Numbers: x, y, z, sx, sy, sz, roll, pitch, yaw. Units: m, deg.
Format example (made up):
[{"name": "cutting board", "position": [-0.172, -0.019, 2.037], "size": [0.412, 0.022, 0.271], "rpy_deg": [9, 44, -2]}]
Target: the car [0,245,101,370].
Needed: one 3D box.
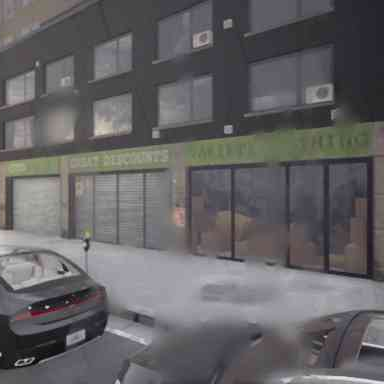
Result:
[{"name": "car", "position": [-3.203, 1.547, 5.347], "size": [4.403, 1.369, 2.008], "rpy_deg": [0, 0, 35]}]

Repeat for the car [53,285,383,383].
[{"name": "car", "position": [1.305, 1.551, 2.156], "size": [4.403, 1.369, 2.008], "rpy_deg": [0, 0, 35]}]
